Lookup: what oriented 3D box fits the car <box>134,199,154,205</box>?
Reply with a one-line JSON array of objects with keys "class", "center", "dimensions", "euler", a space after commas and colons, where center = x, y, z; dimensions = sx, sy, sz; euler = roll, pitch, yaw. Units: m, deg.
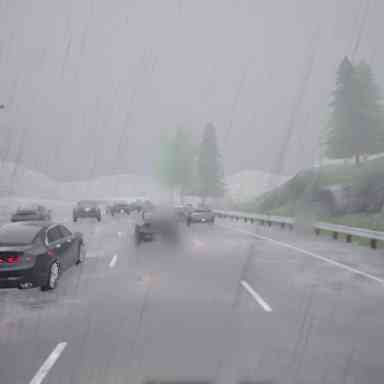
[{"class": "car", "center": [-5.890, 1.604, 38.608], "dimensions": [2.128, 1.511, 4.902], "euler": [0, 0, -25]}]

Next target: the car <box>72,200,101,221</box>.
[{"class": "car", "center": [-8.953, 1.454, 28.111], "dimensions": [2.097, 1.767, 4.553], "euler": [0, 0, -20]}]

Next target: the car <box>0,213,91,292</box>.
[{"class": "car", "center": [-4.232, 1.543, 8.972], "dimensions": [1.837, 1.490, 4.892], "euler": [0, 0, -6]}]

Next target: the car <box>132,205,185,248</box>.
[{"class": "car", "center": [-1.685, 1.546, 15.229], "dimensions": [1.837, 1.490, 4.892], "euler": [0, 0, -10]}]

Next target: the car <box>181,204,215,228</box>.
[{"class": "car", "center": [0.081, 1.543, 22.896], "dimensions": [2.128, 1.511, 4.902], "euler": [0, 0, -15]}]

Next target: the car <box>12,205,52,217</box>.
[{"class": "car", "center": [-10.569, 1.600, 22.066], "dimensions": [1.837, 1.490, 4.892], "euler": [0, 0, -17]}]

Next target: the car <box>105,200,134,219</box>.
[{"class": "car", "center": [-7.744, 1.615, 34.330], "dimensions": [1.837, 1.490, 4.892], "euler": [0, 0, -24]}]
